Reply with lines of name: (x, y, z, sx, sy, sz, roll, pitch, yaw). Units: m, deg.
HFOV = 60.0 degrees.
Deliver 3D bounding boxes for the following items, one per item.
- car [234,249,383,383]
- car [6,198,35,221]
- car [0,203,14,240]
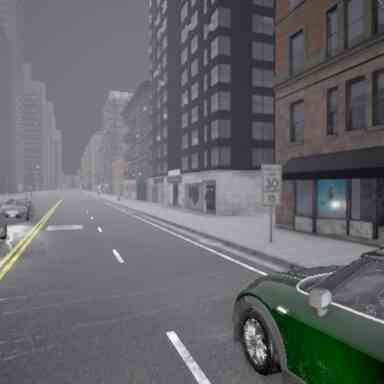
car: (2.271, 1.300, 3.140, 2.097, 1.767, 4.553, 0, 1, -24)
car: (-12.284, 1.211, 23.524, 2.128, 1.511, 4.902, 0, 1, -20)
car: (-8.461, 1.375, 12.951, 1.812, 1.442, 4.674, 0, 1, -20)
